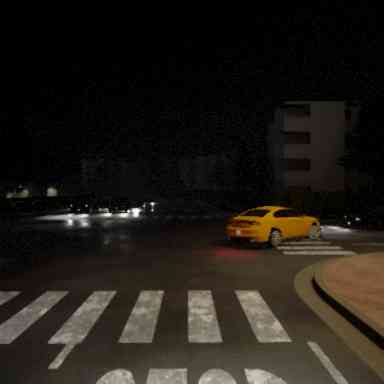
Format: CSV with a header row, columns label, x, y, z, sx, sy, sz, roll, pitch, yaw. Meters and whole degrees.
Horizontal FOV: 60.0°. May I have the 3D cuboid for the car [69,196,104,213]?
label,x,y,z,sx,sy,sz,roll,pitch,yaw
car,-10.760,1.361,33.726,1.895,1.301,4.718,0,0,-1

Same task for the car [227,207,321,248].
label,x,y,z,sx,sy,sz,roll,pitch,yaw
car,3.654,1.370,14.442,5.008,1.535,1.882,-1,-2,-42

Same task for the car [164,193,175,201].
label,x,y,z,sx,sy,sz,roll,pitch,yaw
car,-4.565,1.009,68.104,2.128,1.511,4.902,0,0,-8

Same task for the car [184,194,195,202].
label,x,y,z,sx,sy,sz,roll,pitch,yaw
car,-0.474,1.103,62.742,2.033,1.411,5.357,0,0,-4

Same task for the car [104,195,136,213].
label,x,y,z,sx,sy,sz,roll,pitch,yaw
car,-7.218,1.265,33.788,1.837,1.490,4.892,0,0,-2

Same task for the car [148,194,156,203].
label,x,y,z,sx,sy,sz,roll,pitch,yaw
car,-7.455,1.111,58.560,1.812,1.442,4.674,0,0,0

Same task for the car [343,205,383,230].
label,x,y,z,sx,sy,sz,roll,pitch,yaw
car,11.621,1.395,19.022,5.357,1.411,2.033,0,0,0

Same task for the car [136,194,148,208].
label,x,y,z,sx,sy,sz,roll,pitch,yaw
car,-7.341,1.186,42.922,2.128,1.511,4.902,0,0,0

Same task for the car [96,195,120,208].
label,x,y,z,sx,sy,sz,roll,pitch,yaw
car,-10.843,1.172,43.118,1.882,1.535,5.008,0,0,0

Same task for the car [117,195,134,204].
label,x,y,z,sx,sy,sz,roll,pitch,yaw
car,-10.907,1.175,54.840,1.994,1.385,4.181,0,0,0
